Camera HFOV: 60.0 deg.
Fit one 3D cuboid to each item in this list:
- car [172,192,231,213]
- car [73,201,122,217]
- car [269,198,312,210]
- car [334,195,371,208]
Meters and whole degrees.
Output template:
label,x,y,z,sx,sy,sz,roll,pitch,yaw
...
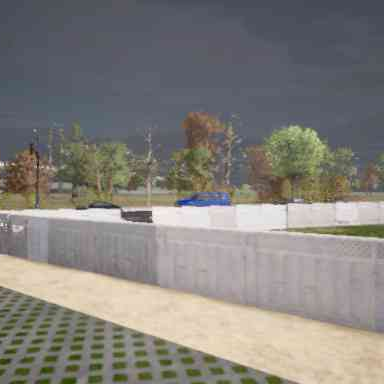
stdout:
label,x,y,z,sx,sy,sz,roll,pitch,yaw
car,0.938,1.044,31.663,5.566,2.045,2.150,-1,2,-18
car,-8.169,1.495,28.623,4.181,1.385,1.994,-1,2,-18
car,10.466,1.317,34.858,4.718,1.301,1.895,-1,2,-19
car,15.847,1.120,33.029,4.553,1.767,2.097,0,2,-19
